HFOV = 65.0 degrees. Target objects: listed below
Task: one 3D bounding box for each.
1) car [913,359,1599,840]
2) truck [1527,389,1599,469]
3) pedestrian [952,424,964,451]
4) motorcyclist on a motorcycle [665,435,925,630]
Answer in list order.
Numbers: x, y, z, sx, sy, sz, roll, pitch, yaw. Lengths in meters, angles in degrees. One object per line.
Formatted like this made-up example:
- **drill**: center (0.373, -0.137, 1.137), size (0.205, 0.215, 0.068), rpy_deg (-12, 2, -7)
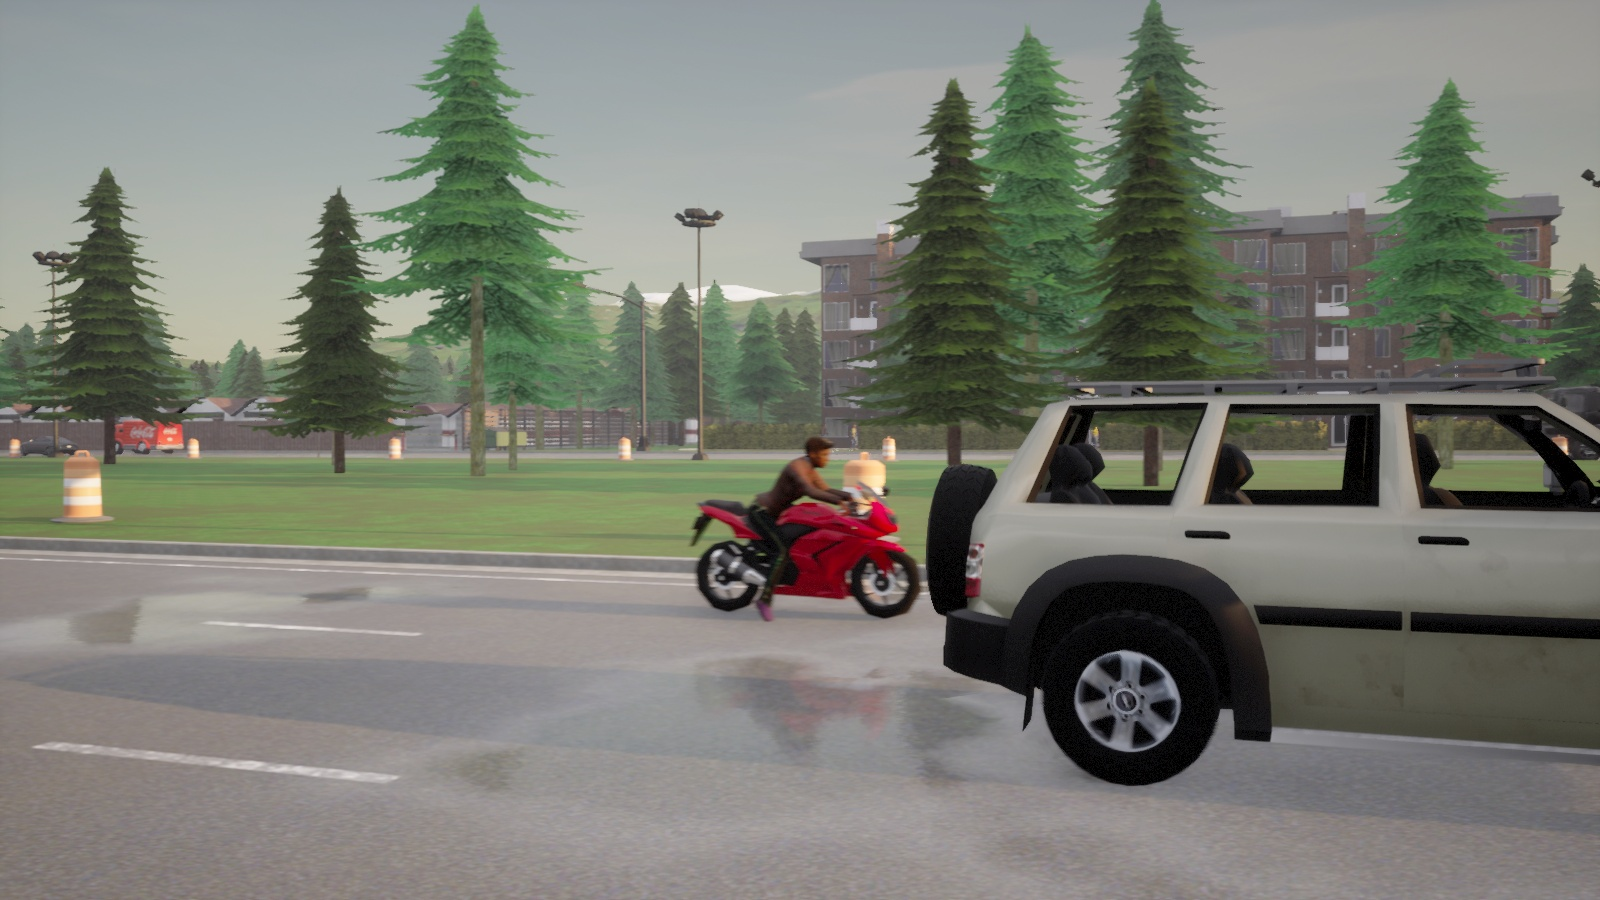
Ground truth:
- **car**: center (3.010, 0.559, 5.871), size (4.605, 1.855, 1.932), rpy_deg (1, 1, 19)
- **truck**: center (36.973, -0.915, 55.531), size (7.936, 3.462, 2.891), rpy_deg (0, 1, 19)
- **pedestrian**: center (10.552, -0.836, 83.734), size (0.726, 1.835, 0.370), rpy_deg (1, 1, 20)
- **motorcyclist on a motorcycle**: center (-0.036, 0.641, 10.591), size (2.044, 1.523, 0.797), rpy_deg (0, 1, 19)
